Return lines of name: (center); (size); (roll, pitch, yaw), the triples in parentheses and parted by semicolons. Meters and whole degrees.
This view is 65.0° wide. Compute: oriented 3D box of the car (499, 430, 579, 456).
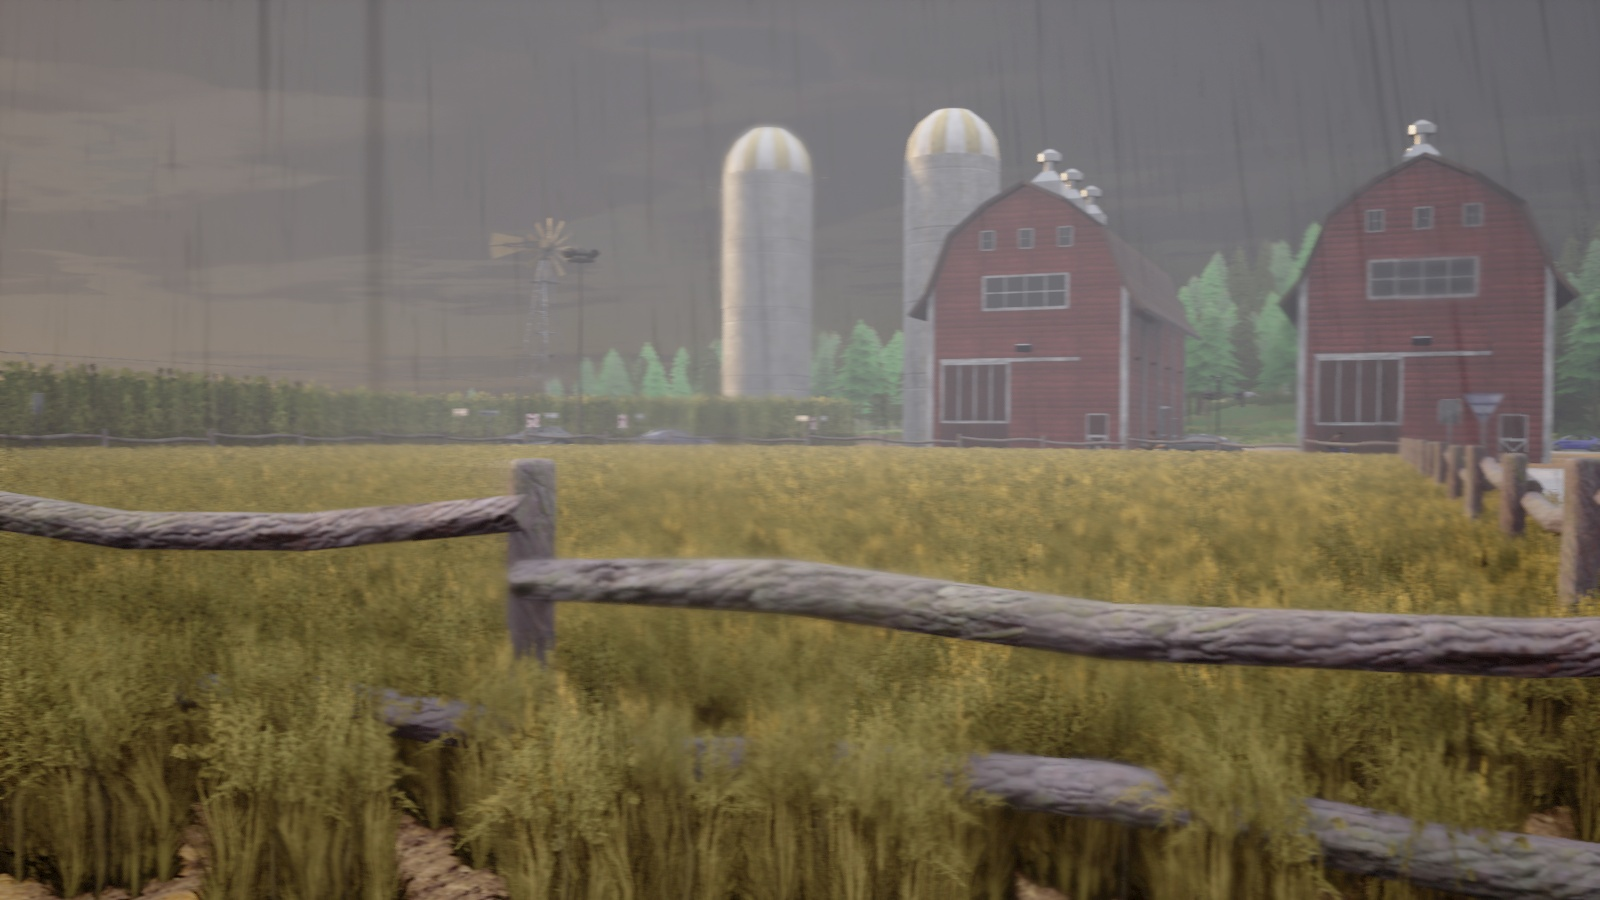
car: (-17.105, -0.457, 82.273); (4.856, 1.649, 2.033); (-1, 1, -19)

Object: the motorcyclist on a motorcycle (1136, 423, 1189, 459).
motorcyclist on a motorcycle: (17.179, -0.432, 59.591); (2.350, 1.649, 0.766); (0, 1, 22)

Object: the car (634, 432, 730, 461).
car: (-6.172, -0.213, 65.676); (4.674, 1.442, 1.812); (-1, 1, -31)

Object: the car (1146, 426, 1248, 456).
car: (19.720, -0.427, 62.353); (4.674, 1.442, 1.812); (0, 1, 23)
